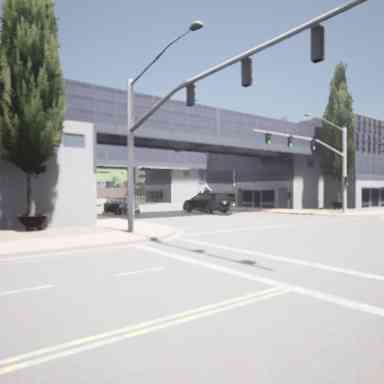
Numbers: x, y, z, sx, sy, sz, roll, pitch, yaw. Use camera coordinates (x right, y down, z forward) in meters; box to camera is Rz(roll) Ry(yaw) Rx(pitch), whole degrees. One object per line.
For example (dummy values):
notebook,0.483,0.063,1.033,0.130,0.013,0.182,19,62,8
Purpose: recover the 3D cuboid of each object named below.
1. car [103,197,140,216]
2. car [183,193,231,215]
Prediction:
car,-6.691,1.280,31.516,2.097,1.767,4.553,0,0,-36
car,1.410,1.103,32.730,2.150,2.045,5.566,0,0,-37
